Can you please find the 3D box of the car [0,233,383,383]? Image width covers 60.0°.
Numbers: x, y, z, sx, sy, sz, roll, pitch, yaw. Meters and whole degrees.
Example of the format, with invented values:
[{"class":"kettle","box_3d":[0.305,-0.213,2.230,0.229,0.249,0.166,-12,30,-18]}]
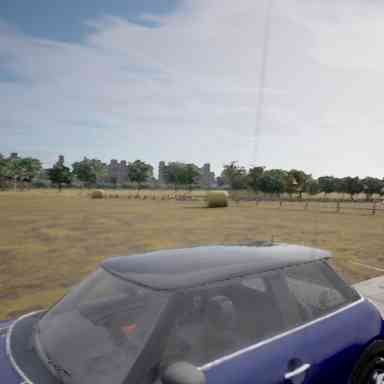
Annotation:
[{"class":"car","box_3d":[-0.260,1.348,2.881,4.553,1.767,2.097,0,0,-35]}]
